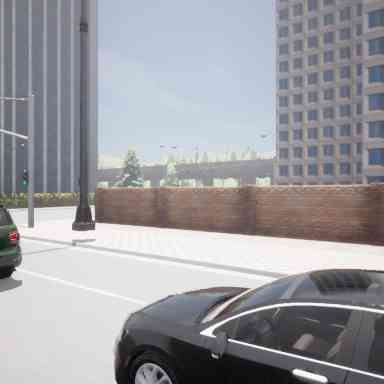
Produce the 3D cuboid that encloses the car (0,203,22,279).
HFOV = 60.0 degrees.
[{"bbox_3d":[-6.715,1.221,8.752,5.566,2.045,2.150,0,0,35],"label":"car"}]

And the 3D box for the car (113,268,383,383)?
[{"bbox_3d":[1.368,1.505,3.016,4.892,1.490,1.837,0,0,35],"label":"car"}]
